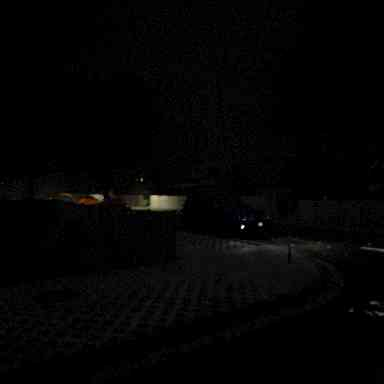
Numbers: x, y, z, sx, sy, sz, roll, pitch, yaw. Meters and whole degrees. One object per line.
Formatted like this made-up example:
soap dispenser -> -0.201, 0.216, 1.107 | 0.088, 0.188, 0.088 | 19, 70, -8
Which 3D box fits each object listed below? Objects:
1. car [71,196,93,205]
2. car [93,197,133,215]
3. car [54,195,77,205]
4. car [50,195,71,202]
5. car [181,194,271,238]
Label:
car -> -14.277, 1.222, 44.783 | 1.882, 1.535, 5.008 | 0, 0, -35
car -> -6.844, 1.357, 29.435 | 1.812, 1.442, 4.674 | 0, 0, -36
car -> -20.195, 1.249, 52.954 | 2.033, 1.411, 5.357 | 0, 0, -36
car -> -18.987, 1.335, 46.548 | 1.895, 1.301, 4.718 | 0, 0, -36
car -> 1.577, 1.125, 17.678 | 2.150, 2.045, 5.566 | 0, 0, -36
